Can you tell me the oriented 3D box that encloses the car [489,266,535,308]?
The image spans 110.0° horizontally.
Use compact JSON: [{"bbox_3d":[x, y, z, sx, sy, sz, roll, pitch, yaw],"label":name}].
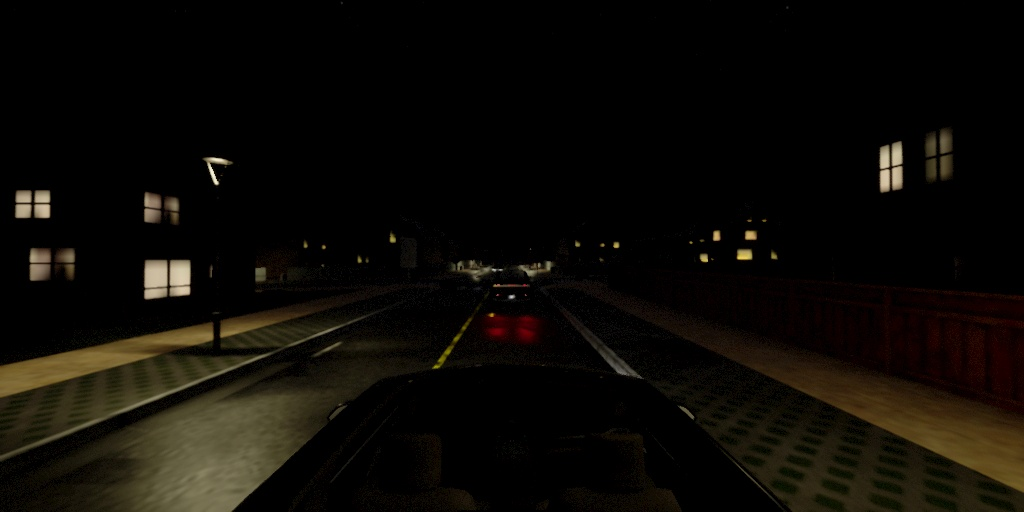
[{"bbox_3d":[-0.006,1.375,16.140,2.128,1.511,4.902,0,0,0],"label":"car"}]
